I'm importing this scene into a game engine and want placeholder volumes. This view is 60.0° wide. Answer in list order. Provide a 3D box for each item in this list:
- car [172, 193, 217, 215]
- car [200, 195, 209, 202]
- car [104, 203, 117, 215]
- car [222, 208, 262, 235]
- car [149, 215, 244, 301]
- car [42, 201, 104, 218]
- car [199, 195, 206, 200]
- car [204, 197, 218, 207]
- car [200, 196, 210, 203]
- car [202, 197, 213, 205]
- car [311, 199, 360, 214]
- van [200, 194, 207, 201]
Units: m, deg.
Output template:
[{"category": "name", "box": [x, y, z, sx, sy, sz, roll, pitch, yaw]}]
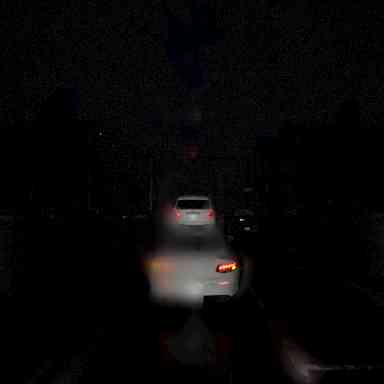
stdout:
[{"category": "car", "box": [0.092, 1.217, 17.925, 2.150, 2.045, 5.566, 0, 0, 1]}, {"category": "car", "box": [2.886, 1.452, 78.389, 1.967, 1.590, 4.097, -1, 0, 0]}, {"category": "car", "box": [-10.017, 1.634, 33.234, 4.718, 1.301, 1.895, 0, 1, 0]}, {"category": "car", "box": [2.683, 1.546, 18.281, 2.008, 1.369, 4.403, -1, 0, 0]}, {"category": "car", "box": [0.082, 1.523, 8.175, 1.812, 1.442, 4.674, 0, 0, 1]}, {"category": "car", "box": [-11.036, 1.593, 30.279, 4.902, 1.511, 2.128, 0, 1, 0]}, {"category": "car", "box": [2.945, 1.570, 94.986, 2.008, 1.369, 4.403, -1, 0, 0]}, {"category": "car", "box": [2.794, 1.546, 50.726, 1.887, 1.381, 4.507, -1, 0, 0]}, {"category": "car", "box": [2.869, 1.555, 72.856, 1.887, 1.381, 4.507, -1, 0, 0]}, {"category": "car", "box": [2.832, 1.588, 61.791, 1.802, 1.307, 4.206, -1, 0, 0]}, {"category": "car", "box": [14.267, 1.405, 33.139, 4.674, 1.442, 1.812, 0, 1, -1]}, {"category": "van", "box": [2.903, 1.356, 83.921, 1.690, 1.788, 3.998, -1, 0, 0]}]
